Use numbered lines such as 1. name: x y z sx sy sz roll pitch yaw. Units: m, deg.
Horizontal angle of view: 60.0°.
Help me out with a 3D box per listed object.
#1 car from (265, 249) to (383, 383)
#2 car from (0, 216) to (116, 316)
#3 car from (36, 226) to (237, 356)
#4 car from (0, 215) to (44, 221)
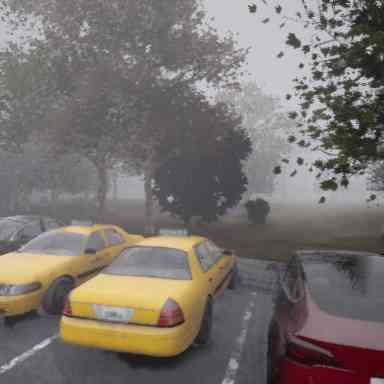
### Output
1. car: 2.093 1.516 4.619 2.163 1.488 4.792 0 -1 15
2. car: -2.791 1.476 7.856 1.946 1.575 5.366 1 -1 15
3. car: -0.274 1.484 6.492 1.946 1.575 5.366 0 -1 15
4. car: -5.166 1.477 9.757 2.231 1.521 4.892 1 0 15
